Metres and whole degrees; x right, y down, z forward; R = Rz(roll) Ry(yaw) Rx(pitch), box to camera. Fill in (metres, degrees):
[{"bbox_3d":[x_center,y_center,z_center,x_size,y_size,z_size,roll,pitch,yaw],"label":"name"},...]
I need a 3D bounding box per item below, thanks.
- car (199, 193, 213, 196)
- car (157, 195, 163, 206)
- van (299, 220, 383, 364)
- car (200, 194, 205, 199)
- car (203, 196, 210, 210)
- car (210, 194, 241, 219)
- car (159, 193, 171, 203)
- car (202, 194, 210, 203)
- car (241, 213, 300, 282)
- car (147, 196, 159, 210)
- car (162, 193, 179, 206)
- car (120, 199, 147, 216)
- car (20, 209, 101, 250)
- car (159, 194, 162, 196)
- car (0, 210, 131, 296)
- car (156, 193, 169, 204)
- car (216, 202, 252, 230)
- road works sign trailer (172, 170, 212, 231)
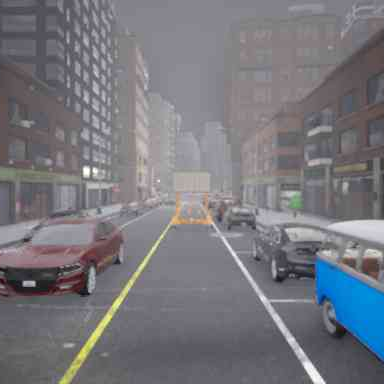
[{"bbox_3d":[2.833,1.479,64.620,1.947,1.339,4.313,-1,0,0],"label":"car"},{"bbox_3d":[-5.687,1.525,48.087,1.802,1.307,4.206,-1,0,0],"label":"car"},{"bbox_3d":[2.847,1.336,4.051,1.690,1.788,3.998,-1,0,0],"label":"van"},{"bbox_3d":[2.835,1.490,59.113,1.947,1.339,4.313,-1,0,0],"label":"car"},{"bbox_3d":[2.839,1.517,42.595,1.947,1.339,4.313,-1,0,0],"label":"car"},{"bbox_3d":[2.841,1.287,26.076,2.192,1.841,5.009,-1,0,0],"label":"car"},{"bbox_3d":[-5.696,1.217,70.118,2.192,1.841,5.009,-1,0,0],"label":"car"},{"bbox_3d":[2.838,1.468,48.271,1.752,1.417,4.829,-1,0,0],"label":"car"},{"bbox_3d":[2.848,1.540,9.558,2.008,1.369,4.403,-1,0,0],"label":"car"},{"bbox_3d":[-5.686,1.533,42.579,1.802,1.307,4.206,-1,0,0],"label":"car"},{"bbox_3d":[-3.089,1.289,51.896,2.097,1.767,4.553,0,0,0],"label":"car"},{"bbox_3d":[-5.683,1.548,31.564,1.802,1.307,4.206,-1,0,0],"label":"car"},{"bbox_3d":[-5.679,1.549,15.041,1.947,1.339,4.313,-1,0,0],"label":"car"},{"bbox_3d":[-5.690,1.374,53.595,1.967,1.590,4.097,-1,0,0],"label":"car"},{"bbox_3d":[-3.104,1.468,8.834,1.882,1.535,5.008,0,0,0],"label":"car"},{"bbox_3d":[-5.694,1.229,64.610,2.192,1.841,5.009,-1,0,0],"label":"car"},{"bbox_3d":[2.845,1.528,20.569,2.008,1.369,4.403,-1,0,0],"label":"car"},{"bbox_3d":[-0.006,0.442,20.249,2.380,3.560,2.880,0,0,0],"label":"road works sign trailer"}]
